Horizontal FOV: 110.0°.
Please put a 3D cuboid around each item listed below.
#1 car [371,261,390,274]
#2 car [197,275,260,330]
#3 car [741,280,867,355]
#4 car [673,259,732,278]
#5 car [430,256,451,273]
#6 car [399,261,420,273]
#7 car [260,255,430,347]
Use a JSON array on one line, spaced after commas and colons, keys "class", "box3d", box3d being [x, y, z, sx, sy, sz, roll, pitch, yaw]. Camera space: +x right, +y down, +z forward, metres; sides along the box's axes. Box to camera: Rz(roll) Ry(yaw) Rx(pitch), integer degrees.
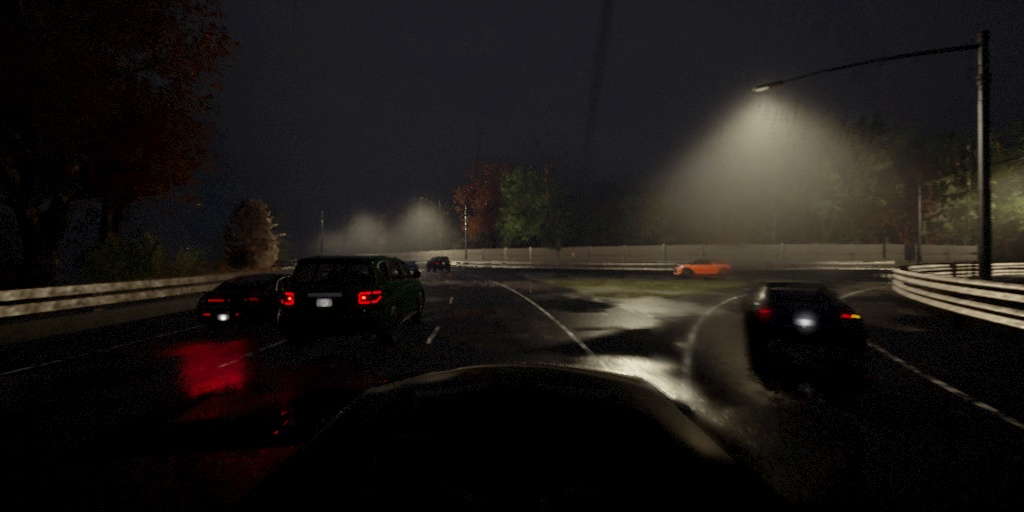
[{"class": "car", "box3d": [-16.724, 1.407, 45.619, 1.812, 1.442, 4.674, 0, 0, -26]}, {"class": "car", "box3d": [-7.563, 1.305, 11.494, 1.837, 1.490, 4.892, 0, 0, -6]}, {"class": "car", "box3d": [6.845, 1.283, 8.820, 1.994, 1.385, 4.181, 0, 0, 31]}, {"class": "car", "box3d": [17.223, 1.034, 32.651, 4.553, 1.767, 2.097, 0, 0, 13]}, {"class": "car", "box3d": [-9.684, 1.067, 47.114, 2.150, 2.045, 5.566, 0, 0, -26]}, {"class": "car", "box3d": [-13.413, 1.390, 46.803, 1.812, 1.442, 4.674, 0, 0, -26]}, {"class": "car", "box3d": [-3.819, 0.999, 9.599, 2.150, 2.045, 5.566, 0, 0, -4]}]
